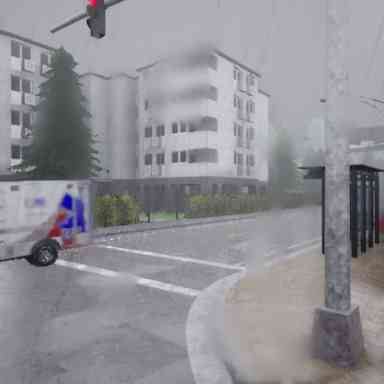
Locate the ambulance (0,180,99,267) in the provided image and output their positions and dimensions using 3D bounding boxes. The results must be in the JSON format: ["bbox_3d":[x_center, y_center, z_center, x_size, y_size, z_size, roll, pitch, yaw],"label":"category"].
[{"bbox_3d":[-5.857,0.954,9.015,2.351,2.431,6.366,0,2,39],"label":"ambulance"}]
